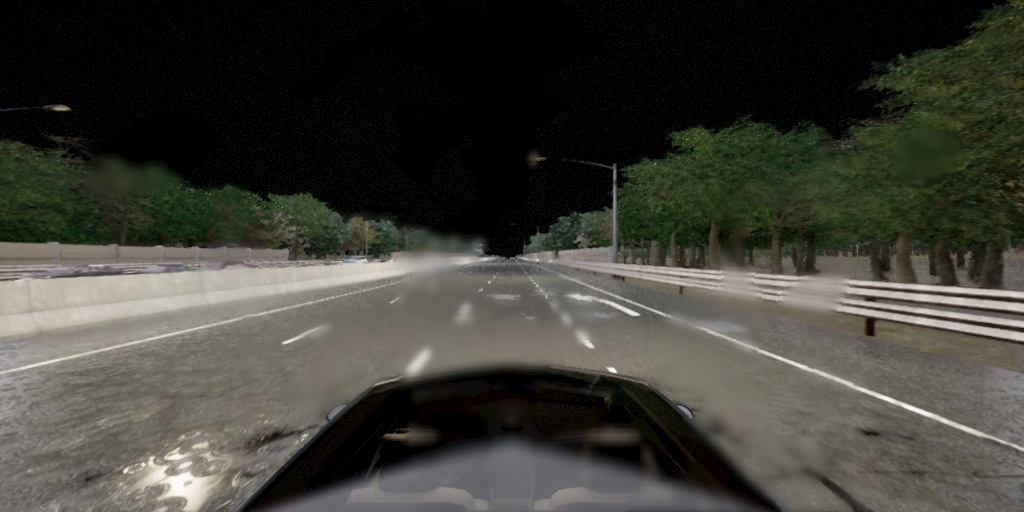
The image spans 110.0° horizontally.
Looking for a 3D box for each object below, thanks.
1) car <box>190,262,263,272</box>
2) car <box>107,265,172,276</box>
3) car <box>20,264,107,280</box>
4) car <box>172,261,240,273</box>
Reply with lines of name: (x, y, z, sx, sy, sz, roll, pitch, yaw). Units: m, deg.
car: (-17.590, 1.322, 23.114, 1.812, 1.442, 4.674, 0, 0, 0)
car: (-24.588, 1.348, 25.492, 2.033, 1.411, 5.357, 0, 0, 0)
car: (-28.087, 1.288, 23.155, 2.128, 1.511, 4.902, 0, 0, 0)
car: (-21.086, 1.153, 25.799, 2.097, 1.767, 4.553, 0, 0, 0)
